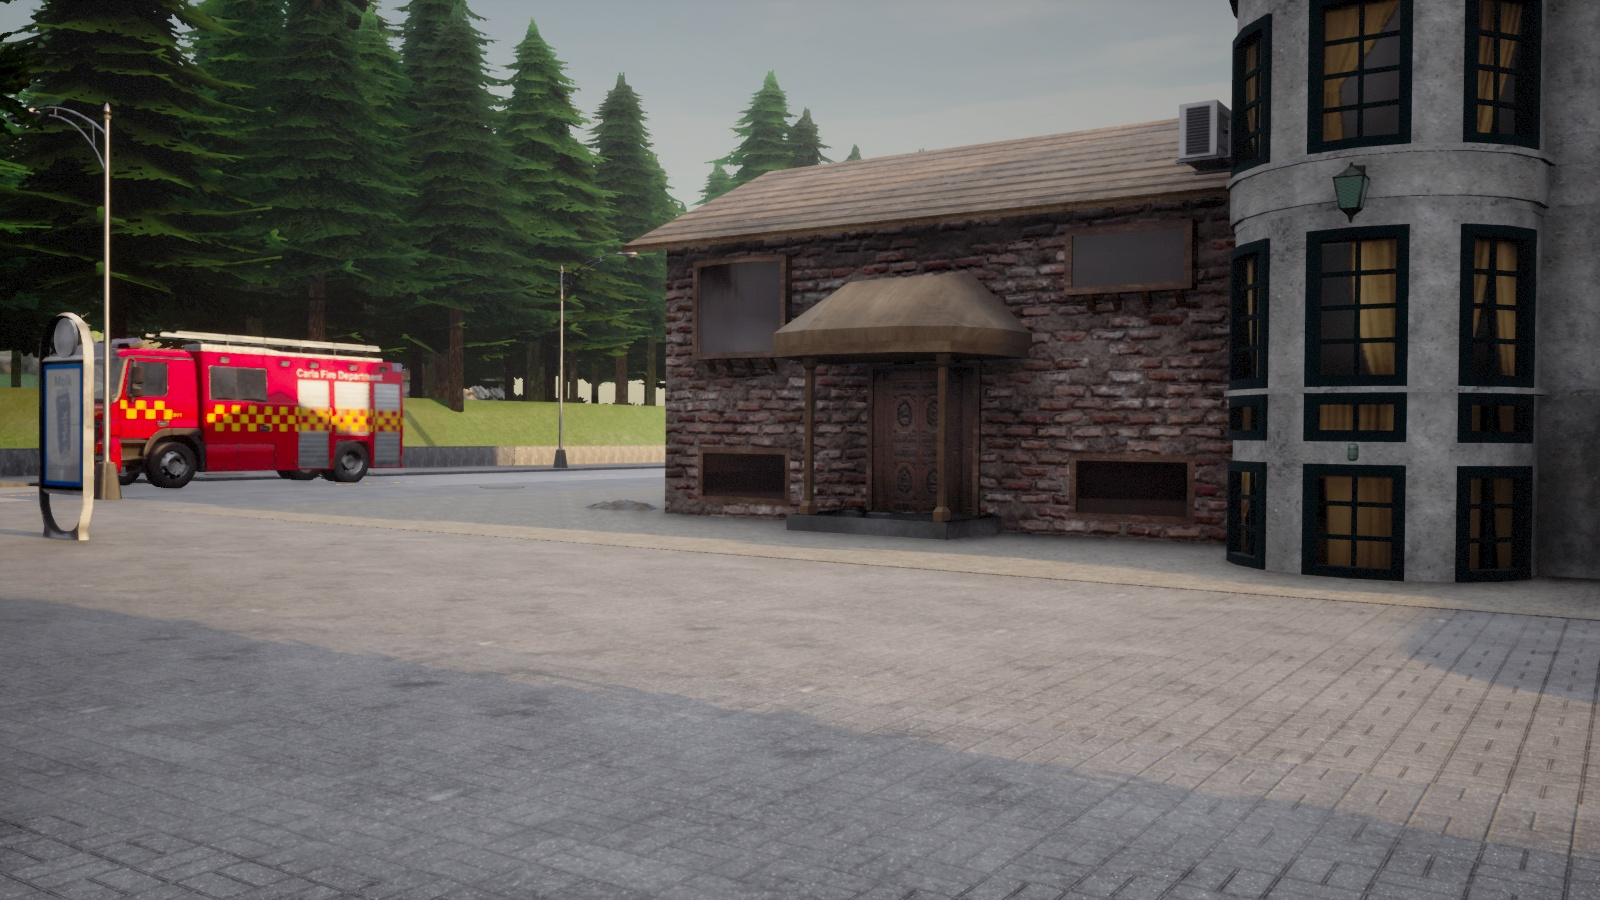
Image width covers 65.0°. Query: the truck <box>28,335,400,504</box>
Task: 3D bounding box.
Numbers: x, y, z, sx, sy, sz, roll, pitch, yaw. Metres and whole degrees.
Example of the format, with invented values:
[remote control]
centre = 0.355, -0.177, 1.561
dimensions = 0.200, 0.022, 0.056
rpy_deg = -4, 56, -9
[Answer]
[truck]
centre = -14.830, -0.744, 32.660
dimensions = 2.891, 3.827, 8.468
rpy_deg = 0, 1, 34
